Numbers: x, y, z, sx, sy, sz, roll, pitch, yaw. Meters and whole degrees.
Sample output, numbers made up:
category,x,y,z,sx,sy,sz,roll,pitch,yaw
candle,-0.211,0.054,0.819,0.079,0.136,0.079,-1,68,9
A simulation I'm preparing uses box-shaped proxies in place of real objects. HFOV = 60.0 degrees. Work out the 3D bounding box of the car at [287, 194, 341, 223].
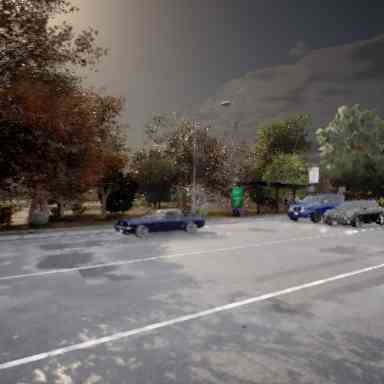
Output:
category,x,y,z,sx,sy,sz,roll,pitch,yaw
car,9.801,1.191,25.645,5.566,2.045,2.150,0,0,-35

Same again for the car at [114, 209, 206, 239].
category,x,y,z,sx,sy,sz,roll,pitch,yaw
car,-1.641,1.593,17.542,4.718,1.301,1.895,0,0,-35

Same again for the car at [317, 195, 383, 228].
category,x,y,z,sx,sy,sz,roll,pitch,yaw
car,10.701,1.325,21.962,4.553,1.767,2.097,0,0,-35
